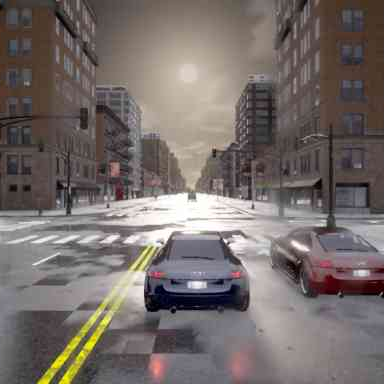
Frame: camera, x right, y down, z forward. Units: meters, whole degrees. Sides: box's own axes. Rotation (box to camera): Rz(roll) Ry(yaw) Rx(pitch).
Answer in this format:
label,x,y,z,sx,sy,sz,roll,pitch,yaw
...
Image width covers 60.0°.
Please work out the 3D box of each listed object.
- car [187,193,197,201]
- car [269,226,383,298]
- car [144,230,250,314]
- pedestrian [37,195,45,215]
label,x,y,z,sx,sy,sz,roll,pitch,yaw
car,-0.002,1.212,80.231,2.150,2.045,5.566,0,0,0
car,3.337,1.564,8.533,1.994,1.385,4.181,0,0,0
car,0.087,1.564,7.715,1.994,1.385,4.181,0,0,0
pedestrian,-14.143,1.170,31.038,0.375,1.860,0.375,0,0,0
